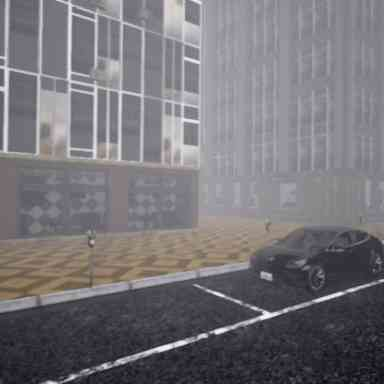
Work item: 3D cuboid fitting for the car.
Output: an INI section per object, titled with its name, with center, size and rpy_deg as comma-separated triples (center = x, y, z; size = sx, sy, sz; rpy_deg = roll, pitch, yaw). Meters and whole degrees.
[car]
center = 3.528, 1.612, 9.067
size = 4.313, 1.339, 1.947
rpy_deg = 0, 0, -35
